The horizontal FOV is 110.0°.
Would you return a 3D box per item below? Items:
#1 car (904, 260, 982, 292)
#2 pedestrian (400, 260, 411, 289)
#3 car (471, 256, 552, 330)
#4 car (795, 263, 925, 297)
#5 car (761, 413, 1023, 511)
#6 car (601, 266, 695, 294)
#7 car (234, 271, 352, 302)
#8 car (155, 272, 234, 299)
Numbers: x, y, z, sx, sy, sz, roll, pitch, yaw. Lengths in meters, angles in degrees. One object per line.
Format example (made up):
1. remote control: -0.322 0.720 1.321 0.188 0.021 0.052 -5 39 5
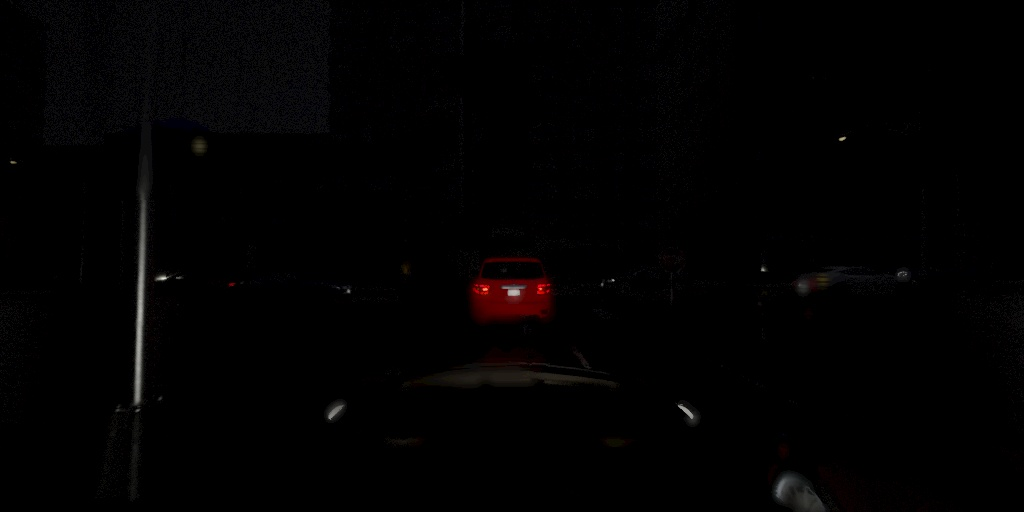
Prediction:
1. car: 22.741 1.033 19.906 4.553 1.767 2.097 0 -1 0
2. pedestrian: -6.813 1.163 22.952 0.375 1.860 0.375 0 -1 0
3. car: -0.124 1.026 11.545 2.150 2.045 5.566 0 -1 -4
4. car: 16.088 1.186 16.979 4.674 1.442 1.812 0 -1 0
5. car: 2.637 1.327 0.860 1.802 1.307 4.207 0 0 0
6. car: 7.484 1.302 19.966 4.902 1.511 2.128 -1 -1 1
7. car: -10.124 1.438 17.100 4.674 1.442 1.812 -1 -1 0
8. car: -17.641 1.626 20.082 5.357 1.411 2.033 -1 -1 0
